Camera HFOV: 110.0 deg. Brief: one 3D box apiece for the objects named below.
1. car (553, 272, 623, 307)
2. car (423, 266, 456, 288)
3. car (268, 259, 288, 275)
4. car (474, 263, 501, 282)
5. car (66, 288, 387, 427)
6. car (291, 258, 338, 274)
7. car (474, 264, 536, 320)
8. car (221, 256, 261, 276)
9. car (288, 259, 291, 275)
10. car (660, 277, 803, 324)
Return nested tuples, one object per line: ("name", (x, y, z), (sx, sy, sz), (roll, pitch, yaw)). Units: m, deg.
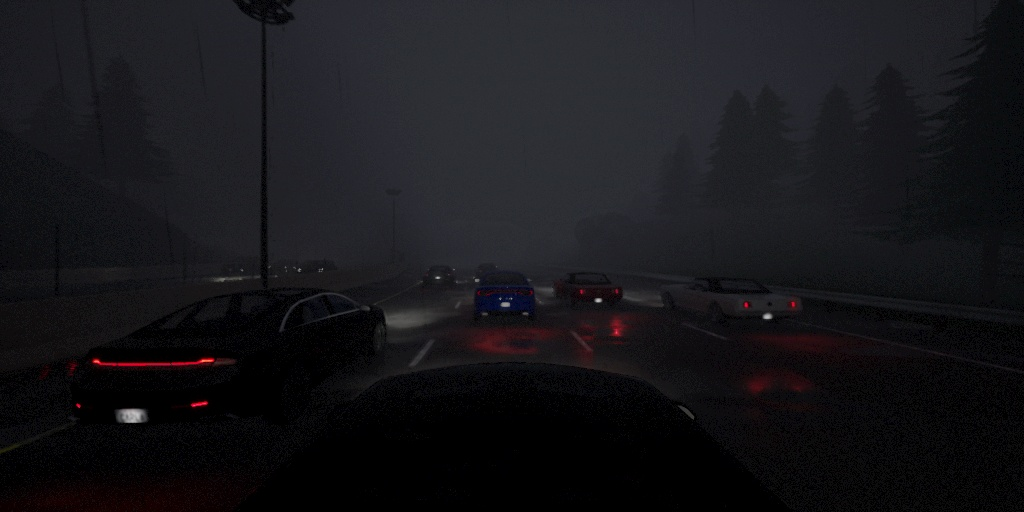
("car", (3.030, 1.346, 15.414), (1.895, 1.301, 4.718), (0, 0, -4))
("car", (-4.839, 1.326, 24.311), (1.994, 1.385, 4.181), (0, 0, -6))
("car", (-25.199, 1.157, 39.959), (2.097, 1.767, 4.553), (0, 0, -11))
("car", (-2.125, 1.321, 30.510), (1.994, 1.385, 4.181), (0, 0, -8))
("car", (-3.536, 1.249, 5.711), (2.128, 1.511, 4.902), (0, 0, -1))
("car", (-16.457, 1.138, 30.542), (2.097, 1.767, 4.553), (0, 0, -9))
("car", (-0.308, 1.229, 12.672), (1.882, 1.535, 5.008), (0, 0, -3))
("car", (-28.421, 1.035, 38.234), (2.150, 2.045, 5.566), (0, 0, -11))
("car", (-21.239, 1.149, 37.821), (2.097, 1.767, 4.553), (0, 0, -11))
("car", (6.751, 1.338, 11.843), (1.895, 1.301, 4.718), (0, 0, -3))
